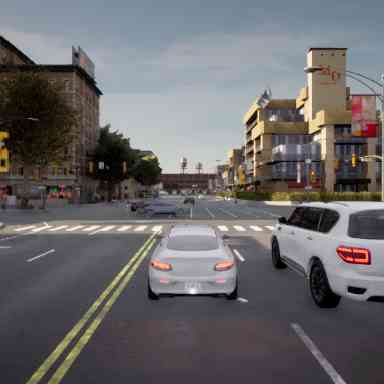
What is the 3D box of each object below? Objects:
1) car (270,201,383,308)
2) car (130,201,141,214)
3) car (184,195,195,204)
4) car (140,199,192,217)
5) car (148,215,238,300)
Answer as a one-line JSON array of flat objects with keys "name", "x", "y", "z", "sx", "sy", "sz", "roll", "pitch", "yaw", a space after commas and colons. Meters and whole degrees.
[{"name": "car", "x": 3.511, "y": 1.221, "z": 8.053, "sx": 2.150, "sy": 2.045, "sz": 5.566, "roll": 0, "pitch": 0, "yaw": 0}, {"name": "car", "x": -3.786, "y": 1.477, "z": 34.187, "sx": 5.008, "sy": 1.535, "sz": 1.882, "roll": 0, "pitch": 0, "yaw": 0}, {"name": "car", "x": -0.485, "y": 1.505, "z": 63.766, "sx": 1.837, "sy": 1.490, "sz": 4.892, "roll": 0, "pitch": 0, "yaw": 0}, {"name": "car", "x": -2.327, "y": 1.564, "z": 30.692, "sx": 4.181, "sy": 1.385, "sz": 1.994, "roll": 0, "pitch": 0, "yaw": 0}, {"name": "car", "x": 0.012, "y": 1.526, "z": 8.284, "sx": 1.812, "sy": 1.442, "sz": 4.674, "roll": 0, "pitch": 0, "yaw": 0}]
